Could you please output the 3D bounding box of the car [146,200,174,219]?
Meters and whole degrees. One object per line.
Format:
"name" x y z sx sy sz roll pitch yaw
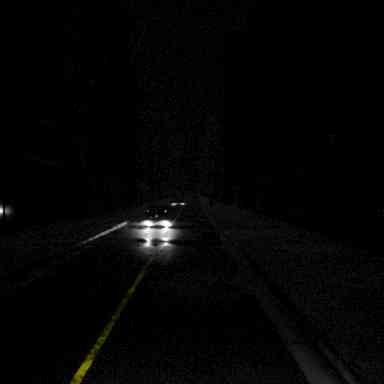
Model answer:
"car" -2.853 1.610 28.906 1.895 1.301 4.718 0 0 0

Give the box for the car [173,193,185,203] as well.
"car" -2.757 1.257 69.967 2.150 2.045 5.566 0 0 0
